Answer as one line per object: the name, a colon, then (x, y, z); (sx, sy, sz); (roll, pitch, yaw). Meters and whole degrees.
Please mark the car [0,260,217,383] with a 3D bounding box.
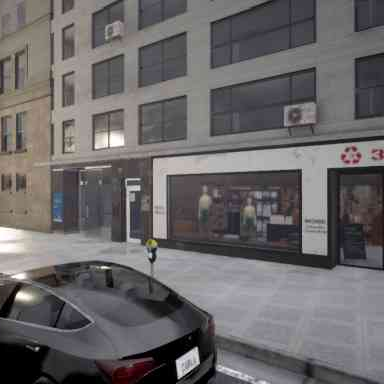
car: (-1.725, 1.566, 4.200); (4.313, 1.339, 1.947); (0, 0, 36)
